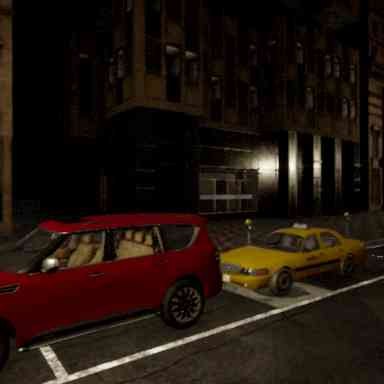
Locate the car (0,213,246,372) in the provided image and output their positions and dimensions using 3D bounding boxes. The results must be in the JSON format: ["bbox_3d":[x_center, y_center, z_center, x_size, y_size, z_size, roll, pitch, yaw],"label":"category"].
[{"bbox_3d":[-1.737,1.327,5.413,5.009,1.841,2.192,0,0,-36],"label":"car"}]

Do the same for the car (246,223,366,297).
[{"bbox_3d":[2.669,1.533,8.619,4.829,1.417,1.752,0,0,-36],"label":"car"}]
